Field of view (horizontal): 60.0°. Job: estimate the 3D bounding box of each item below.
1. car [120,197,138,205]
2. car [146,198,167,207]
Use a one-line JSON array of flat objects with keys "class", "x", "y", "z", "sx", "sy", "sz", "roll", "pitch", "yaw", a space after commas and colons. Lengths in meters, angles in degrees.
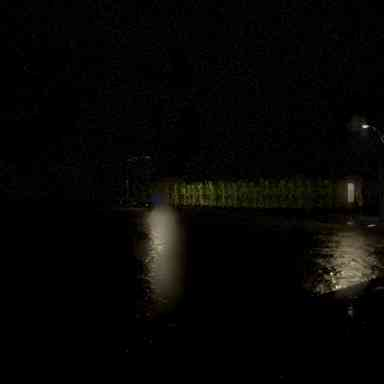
[{"class": "car", "x": -11.843, "y": 1.685, "z": 62.101, "sx": 1.837, "sy": 1.490, "sz": 4.892, "roll": -1, "pitch": 0, "yaw": -36}, {"class": "car", "x": -5.762, "y": 1.665, "z": 53.909, "sx": 1.812, "sy": 1.442, "sz": 4.674, "roll": -1, "pitch": 0, "yaw": -36}]
